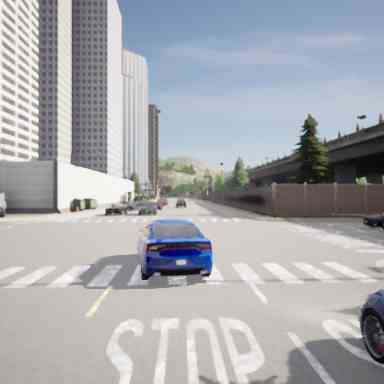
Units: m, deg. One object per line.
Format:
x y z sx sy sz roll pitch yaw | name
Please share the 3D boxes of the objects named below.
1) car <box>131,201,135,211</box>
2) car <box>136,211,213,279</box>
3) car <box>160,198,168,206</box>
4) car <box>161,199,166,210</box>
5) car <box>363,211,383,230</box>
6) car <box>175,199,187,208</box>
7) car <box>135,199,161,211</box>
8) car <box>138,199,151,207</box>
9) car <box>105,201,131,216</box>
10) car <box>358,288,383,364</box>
-8.738 1.982 47.578 2.033 1.411 5.357 0 -1 -2 | car
-0.721 1.590 10.572 1.882 1.535 5.008 0 -1 -11 | car
-5.815 1.946 66.534 2.097 1.767 4.553 0 0 -2 | car
-5.254 2.034 48.112 1.895 1.301 4.718 0 0 -2 | car
14.052 1.703 22.192 5.008 1.535 1.882 0 -1 -2 | car
-1.993 2.039 60.399 1.837 1.490 4.892 0 -1 -2 | car
-4.873 1.842 37.280 1.837 1.490 4.892 0 0 -2 | car
-9.261 2.136 65.024 2.033 1.411 5.357 0 0 -2 | car
-8.370 1.943 37.147 1.895 1.301 4.718 0 -1 -2 | car
3.351 1.547 2.943 1.812 1.442 4.674 0 -1 0 | car
